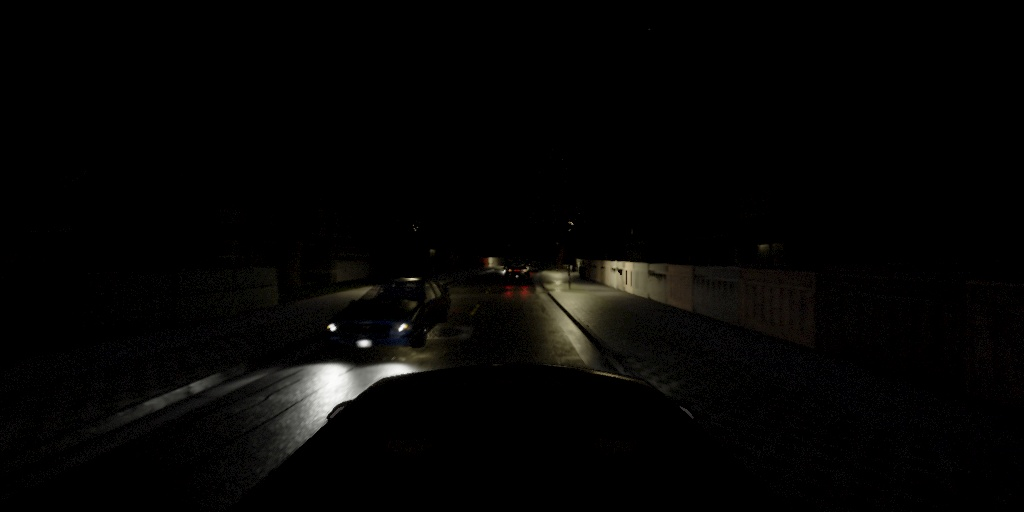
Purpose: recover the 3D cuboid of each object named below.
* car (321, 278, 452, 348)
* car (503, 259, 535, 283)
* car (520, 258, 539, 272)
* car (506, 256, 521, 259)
[{"bbox_3d":[-2.840,1.299,9.545,2.033,1.411,5.357,0,0,0],"label":"car"},{"bbox_3d":[0.497,1.242,27.702,2.128,1.511,4.902,0,0,3],"label":"car"},{"bbox_3d":[2.347,1.242,46.398,1.837,1.490,4.892,0,0,8],"label":"car"},{"bbox_3d":[0.159,0.958,51.541,2.150,2.045,5.566,0,0,10],"label":"car"}]
